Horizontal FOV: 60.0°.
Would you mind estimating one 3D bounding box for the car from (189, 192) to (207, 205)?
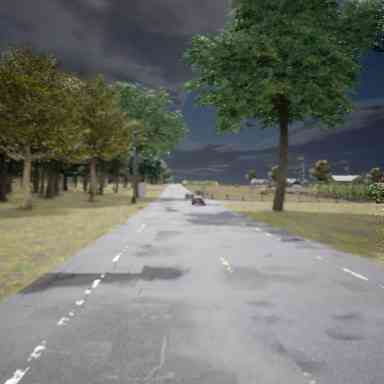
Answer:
[{"bbox_3d":[1.051,1.169,49.594,1.812,1.442,4.674,1,1,5],"label":"car"}]

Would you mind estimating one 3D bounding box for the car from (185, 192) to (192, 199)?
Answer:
[{"bbox_3d":[-0.507,0.776,69.173,2.128,1.511,4.902,1,1,-3],"label":"car"}]
